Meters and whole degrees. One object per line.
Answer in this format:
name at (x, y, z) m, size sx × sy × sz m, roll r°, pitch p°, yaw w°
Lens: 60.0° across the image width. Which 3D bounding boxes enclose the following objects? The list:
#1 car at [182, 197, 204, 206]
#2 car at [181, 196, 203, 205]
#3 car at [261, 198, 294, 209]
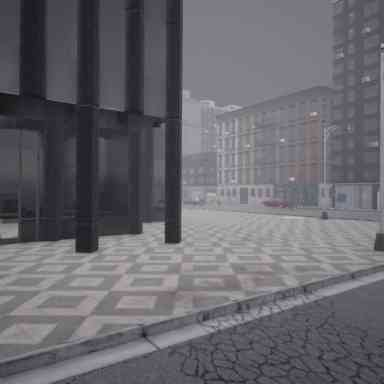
car at (0.229, 1.631, 58.497) m, size 1.812 × 1.442 × 4.674 m, roll 1°, pitch 0°, yaw -35°
car at (-0.053, 1.647, 64.534) m, size 1.837 × 1.490 × 4.892 m, roll 1°, pitch 0°, yaw -35°
car at (12.113, 1.585, 47.500) m, size 1.882 × 1.535 × 5.008 m, roll 1°, pitch -1°, yaw -35°
